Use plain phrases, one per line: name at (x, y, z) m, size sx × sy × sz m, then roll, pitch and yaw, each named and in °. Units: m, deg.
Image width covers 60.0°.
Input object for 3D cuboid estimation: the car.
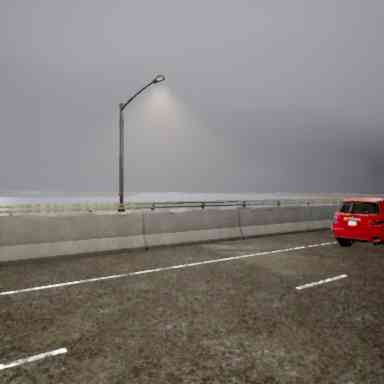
car at (8.167, 1.262, 13.945) m, size 5.566 × 2.045 × 2.150 m, roll 0°, pitch 0°, yaw -35°
